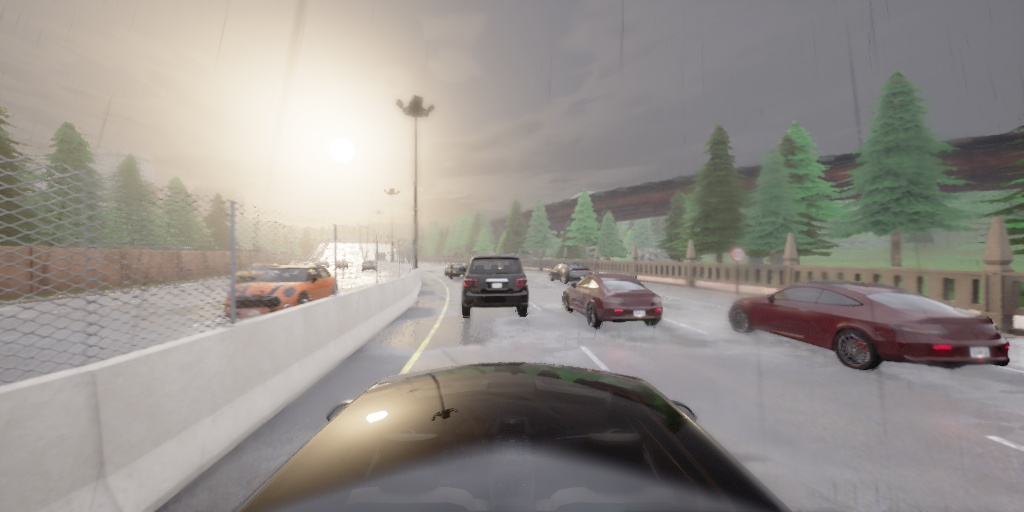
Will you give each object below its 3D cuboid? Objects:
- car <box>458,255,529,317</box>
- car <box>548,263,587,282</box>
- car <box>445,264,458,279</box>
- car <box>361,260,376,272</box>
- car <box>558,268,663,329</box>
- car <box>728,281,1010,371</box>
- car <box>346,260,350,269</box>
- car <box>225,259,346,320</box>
[{"bbox_3d":[-0.753,0.971,13.336,2.150,2.045,5.566,0,0,-7],"label":"car"},{"bbox_3d":[4.075,1.221,25.808,2.128,1.511,4.902,0,0,-12],"label":"car"},{"bbox_3d":[-4.930,1.362,32.308,1.895,1.301,4.718,0,0,-18],"label":"car"},{"bbox_3d":[-19.179,1.311,48.211,1.837,1.490,4.892,0,1,-25],"label":"car"},{"bbox_3d":[2.942,1.263,11.196,1.812,1.442,4.674,0,0,-6],"label":"car"},{"bbox_3d":[6.719,1.250,7.543,1.812,1.442,4.674,0,0,-3],"label":"car"},{"bbox_3d":[-26.727,1.313,56.499,1.882,1.535,5.008,0,0,-24],"label":"car"},{"bbox_3d":[-7.945,1.129,12.900,2.097,1.767,4.553,0,0,-8],"label":"car"}]
